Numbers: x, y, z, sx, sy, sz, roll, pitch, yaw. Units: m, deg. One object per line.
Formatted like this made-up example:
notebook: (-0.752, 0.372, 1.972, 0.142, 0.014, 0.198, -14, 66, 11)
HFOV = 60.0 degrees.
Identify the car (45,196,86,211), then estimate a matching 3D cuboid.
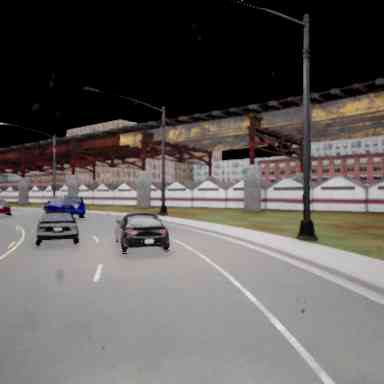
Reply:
car: (-11.817, 1.396, 30.829, 2.150, 2.045, 5.566, 1, 0, -42)

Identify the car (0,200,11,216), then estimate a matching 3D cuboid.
car: (-20.178, 1.544, 33.633, 4.553, 1.767, 2.097, 0, 0, 40)

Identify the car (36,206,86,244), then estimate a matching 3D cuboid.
car: (-6.621, 1.640, 16.361, 2.033, 1.411, 5.357, 0, 0, -22)

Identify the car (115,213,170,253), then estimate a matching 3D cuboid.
car: (-2.186, 1.603, 14.045, 1.812, 1.442, 4.674, 0, 0, -17)
